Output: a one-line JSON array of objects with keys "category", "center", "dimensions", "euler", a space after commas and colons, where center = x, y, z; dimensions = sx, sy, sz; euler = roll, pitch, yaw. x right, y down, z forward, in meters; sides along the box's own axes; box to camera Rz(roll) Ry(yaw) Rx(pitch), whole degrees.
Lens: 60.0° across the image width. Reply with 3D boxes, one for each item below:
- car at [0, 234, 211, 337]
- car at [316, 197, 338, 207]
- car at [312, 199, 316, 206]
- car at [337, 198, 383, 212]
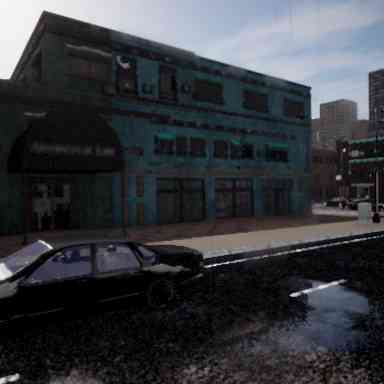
[{"category": "car", "center": [-2.172, 1.538, 6.130], "dimensions": [5.357, 1.411, 2.033], "euler": [0, 0, -36]}, {"category": "car", "center": [21.479, 1.508, 49.682], "dimensions": [2.008, 1.369, 4.403], "euler": [-2, 0, -35]}, {"category": "car", "center": [18.268, 1.603, 54.190], "dimensions": [1.802, 1.307, 4.206], "euler": [-2, 0, -35]}, {"category": "car", "center": [19.398, 1.567, 37.954], "dimensions": [1.947, 1.339, 4.313], "euler": [-2, 0, -35]}]
